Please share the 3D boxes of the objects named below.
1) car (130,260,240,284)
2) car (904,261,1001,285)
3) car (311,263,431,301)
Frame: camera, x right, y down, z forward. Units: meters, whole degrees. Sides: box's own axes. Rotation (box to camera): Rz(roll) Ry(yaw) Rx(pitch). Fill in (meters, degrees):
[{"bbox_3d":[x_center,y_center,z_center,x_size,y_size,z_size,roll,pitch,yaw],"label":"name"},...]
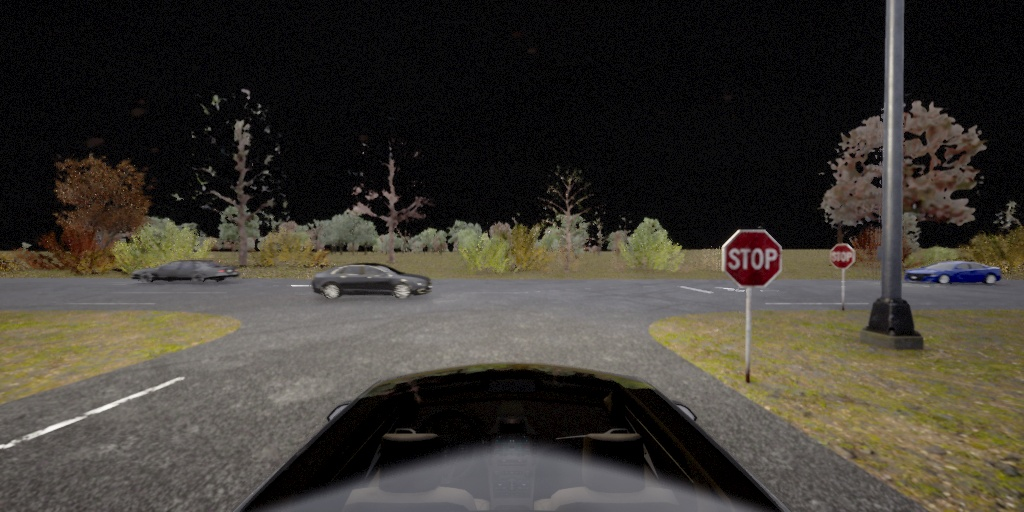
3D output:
[{"bbox_3d":[-20.012,0.954,22.149,5.357,1.411,2.033,0,1,-2],"label":"car"},{"bbox_3d":[28.828,1.097,23.556,5.008,1.535,1.882,-1,1,-2],"label":"car"},{"bbox_3d":[-6.000,1.075,15.564,4.892,1.490,1.837,0,1,-1],"label":"car"}]
